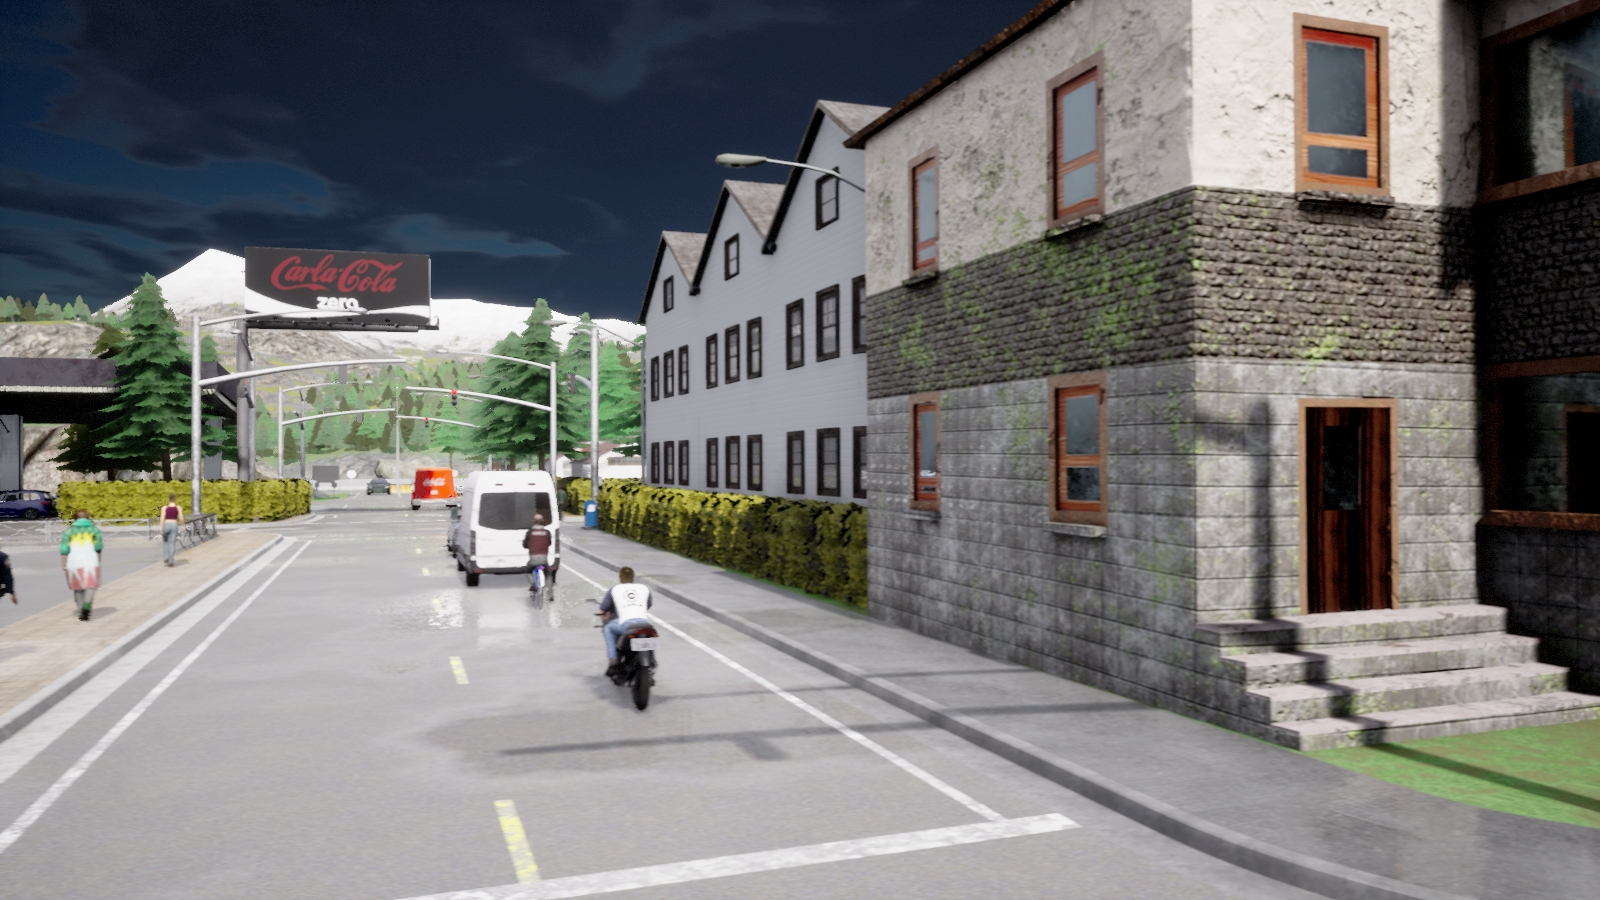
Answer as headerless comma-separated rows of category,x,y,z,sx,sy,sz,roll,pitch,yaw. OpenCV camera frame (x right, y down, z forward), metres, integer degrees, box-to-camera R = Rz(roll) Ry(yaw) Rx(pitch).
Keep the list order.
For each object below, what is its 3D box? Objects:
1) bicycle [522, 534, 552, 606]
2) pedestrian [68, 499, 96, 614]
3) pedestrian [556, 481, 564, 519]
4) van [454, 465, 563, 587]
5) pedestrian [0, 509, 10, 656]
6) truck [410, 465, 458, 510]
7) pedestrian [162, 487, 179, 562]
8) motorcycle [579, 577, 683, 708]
bicycle,-5.035,2.265,21.846,0.329,1.171,1.835,0,0,-20
pedestrian,-11.951,1.757,19.022,0.375,1.860,0.375,0,-1,-28
pedestrian,-12.003,2.485,57.088,0.375,1.860,0.375,0,-1,-14
van,-7.103,1.657,27.404,1.988,2.561,5.915,0,-1,-20
pedestrian,-10.476,1.707,14.727,0.375,1.860,0.375,0,-1,-16
truck,-22.229,2.219,69.271,2.627,2.467,5.204,-1,1,-19
pedestrian,-15.874,1.876,28.811,0.375,1.860,0.375,0,-1,-31
motorcycle,-1.987,2.167,13.207,0.803,1.145,2.033,0,0,-20
